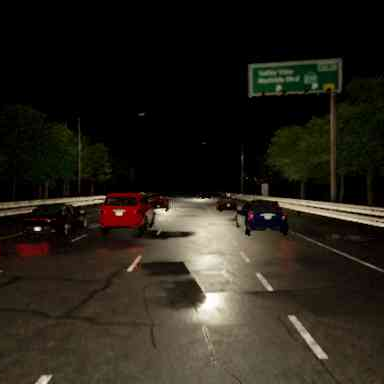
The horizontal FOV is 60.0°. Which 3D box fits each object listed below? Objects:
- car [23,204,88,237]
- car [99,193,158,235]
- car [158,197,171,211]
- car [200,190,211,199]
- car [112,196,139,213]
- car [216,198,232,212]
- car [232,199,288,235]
[{"bbox_3d":[-6.879,1.376,17.241,1.837,1.490,4.892,0,0,0],"label":"car"},{"bbox_3d":[-3.376,1.086,18.120,2.150,2.045,5.566,0,0,0],"label":"car"},{"bbox_3d":[-3.354,1.259,35.751,1.812,1.442,4.674,0,0,0],"label":"car"},{"bbox_3d":[3.623,0.832,82.944,2.033,1.649,4.856,0,0,0],"label":"car"},{"bbox_3d":[-6.854,1.245,34.821,1.837,1.490,4.892,0,0,0],"label":"car"},{"bbox_3d":[3.646,1.301,35.333,1.994,1.385,4.181,0,0,0],"label":"car"},{"bbox_3d":[3.623,1.218,18.003,2.097,1.767,4.553,0,0,0],"label":"car"}]
